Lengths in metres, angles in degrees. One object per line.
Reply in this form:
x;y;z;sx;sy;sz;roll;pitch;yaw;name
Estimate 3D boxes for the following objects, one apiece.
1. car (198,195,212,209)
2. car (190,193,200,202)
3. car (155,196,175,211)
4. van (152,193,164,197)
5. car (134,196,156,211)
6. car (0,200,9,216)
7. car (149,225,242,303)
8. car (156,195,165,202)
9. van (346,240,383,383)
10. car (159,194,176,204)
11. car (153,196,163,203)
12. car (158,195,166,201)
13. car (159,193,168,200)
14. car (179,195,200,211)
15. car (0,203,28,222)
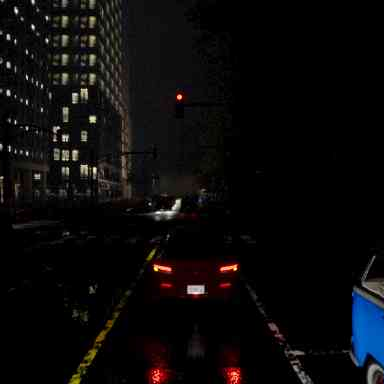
1.884;1.510;45.837;1.752;1.417;4.829;0;0;-2;car
0.714;1.271;78.921;2.192;1.841;5.009;0;0;-3;car
-3.420;1.551;40.407;1.994;1.385;4.181;0;0;-3;car
-6.645;1.314;61.915;1.690;1.788;3.998;0;0;-2;van
-5.845;1.539;39.744;2.008;1.369;4.403;0;0;-1;car
-18.229;1.377;28.480;4.206;1.307;1.802;1;0;3;car
0.051;1.525;8.056;1.812;1.442;4.674;0;0;0;car
-7.302;1.501;78.544;1.887;1.381;4.507;0;0;-2;car
2.558;1.341;2.122;1.690;1.788;3.998;0;0;0;van
-3.665;1.486;50.442;1.837;1.490;4.892;0;0;-1;car
-6.848;1.513;67.458;1.887;1.381;4.507;0;0;-2;car
-7.555;1.532;84.089;1.802;1.307;4.206;0;0;-3;car
-8.106;1.252;95.169;2.192;1.841;5.009;0;0;-3;car
-0.465;1.479;39.426;2.128;1.511;4.902;0;0;-1;car
-13.913;1.337;22.802;5.008;1.535;1.882;1;0;1;car
